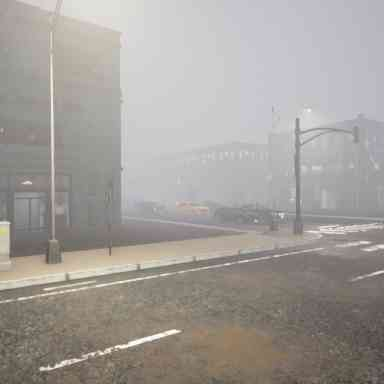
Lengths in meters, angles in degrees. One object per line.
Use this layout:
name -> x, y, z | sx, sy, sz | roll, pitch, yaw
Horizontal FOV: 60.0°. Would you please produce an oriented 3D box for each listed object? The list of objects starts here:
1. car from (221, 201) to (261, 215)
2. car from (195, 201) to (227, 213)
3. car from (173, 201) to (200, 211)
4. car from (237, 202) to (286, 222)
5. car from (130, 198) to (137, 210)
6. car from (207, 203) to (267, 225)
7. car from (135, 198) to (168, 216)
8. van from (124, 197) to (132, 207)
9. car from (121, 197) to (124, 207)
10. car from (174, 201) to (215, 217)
car -> 5.606, 1.809, 38.301 | 2.008, 1.369, 4.403 | -2, 0, -35
car -> 2.400, 1.903, 42.813 | 1.802, 1.307, 4.206 | -2, 0, -35
car -> -0.805, 1.965, 47.324 | 1.802, 1.307, 4.206 | -2, 0, -35
car -> 5.686, 1.713, 28.208 | 2.128, 1.511, 4.902 | -1, 0, -35
car -> -6.105, 1.930, 44.821 | 1.882, 1.535, 5.008 | -1, 0, -35
car -> 3.510, 1.814, 26.575 | 1.947, 1.339, 4.313 | -1, 0, -35
car -> -4.433, 1.846, 37.956 | 1.967, 1.590, 4.097 | -1, 0, -35
van -> -10.431, 1.906, 60.859 | 1.690, 1.788, 3.998 | -1, 0, -35
car -> -13.639, 1.939, 65.370 | 2.192, 1.841, 5.009 | -1, 0, -35
car -> -0.111, 1.814, 36.372 | 1.882, 1.535, 5.008 | -1, 0, -36
